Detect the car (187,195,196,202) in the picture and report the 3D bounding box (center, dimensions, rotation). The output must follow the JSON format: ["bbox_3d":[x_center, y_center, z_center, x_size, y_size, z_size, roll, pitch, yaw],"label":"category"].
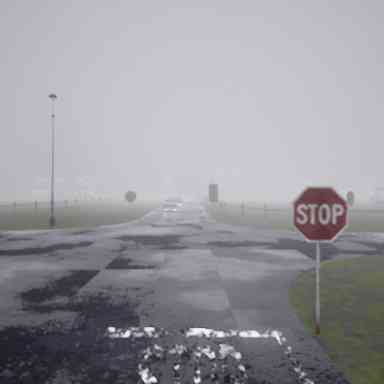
[{"bbox_3d":[-0.146,1.404,72.068,1.994,1.385,4.181,0,0,0],"label":"car"}]

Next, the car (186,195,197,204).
[{"bbox_3d":[-0.074,1.545,62.271,1.812,1.442,4.674,0,0,1],"label":"car"}]

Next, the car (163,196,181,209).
[{"bbox_3d":[-2.938,1.566,45.874,2.033,1.411,5.357,0,0,0],"label":"car"}]
